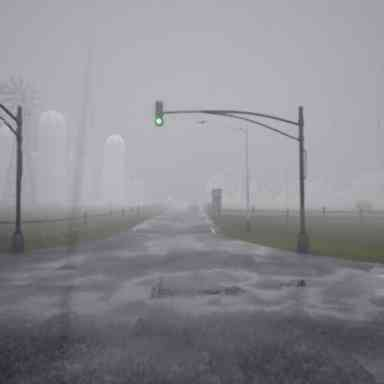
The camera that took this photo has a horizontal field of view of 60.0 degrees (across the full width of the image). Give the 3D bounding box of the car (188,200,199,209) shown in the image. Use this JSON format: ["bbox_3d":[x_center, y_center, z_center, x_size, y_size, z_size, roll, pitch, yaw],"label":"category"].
[{"bbox_3d":[0.271,2.513,66.963,2.097,1.767,4.553,0,-1,0],"label":"car"}]

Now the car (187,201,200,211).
[{"bbox_3d":[0.225,2.466,56.571,2.128,1.511,4.902,0,-1,0],"label":"car"}]
